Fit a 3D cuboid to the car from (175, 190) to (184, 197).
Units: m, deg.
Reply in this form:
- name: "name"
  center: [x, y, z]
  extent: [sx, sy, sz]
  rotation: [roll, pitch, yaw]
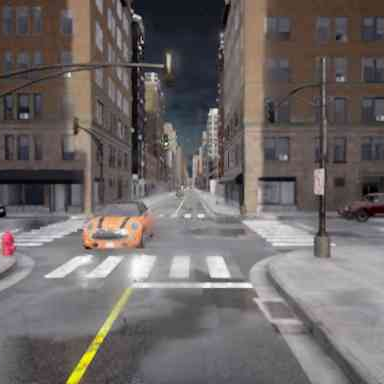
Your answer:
- name: "car"
  center: [-2.780, 0.419, 75.043]
  extent: [1.837, 1.490, 4.892]
  rotation: [0, 1, 0]

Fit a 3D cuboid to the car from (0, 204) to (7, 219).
- name: "car"
  center: [-14.541, 1.254, 21.887]
  extent: [4.313, 1.339, 1.947]
  rotation: [0, 1, 0]

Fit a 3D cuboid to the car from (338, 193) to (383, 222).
- name: "car"
  center: [12.341, 0.980, 21.854]
  extent: [5.009, 1.841, 2.192]
  rotation: [0, 1, 0]

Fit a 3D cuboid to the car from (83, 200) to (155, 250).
- name: "car"
  center: [-2.758, 1.158, 13.411]
  extent: [2.097, 1.767, 4.553]
  rotation: [0, 1, 0]
